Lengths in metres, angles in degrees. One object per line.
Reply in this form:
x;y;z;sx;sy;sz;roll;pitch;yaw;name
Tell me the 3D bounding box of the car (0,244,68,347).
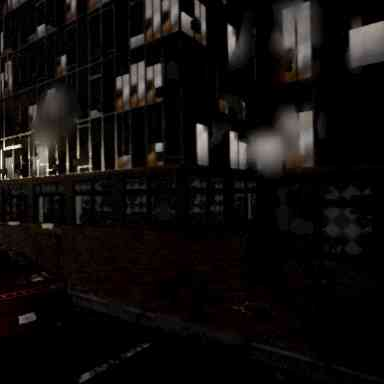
-4.017;1.562;5.763;4.507;1.381;1.887;0;-1;36;car
